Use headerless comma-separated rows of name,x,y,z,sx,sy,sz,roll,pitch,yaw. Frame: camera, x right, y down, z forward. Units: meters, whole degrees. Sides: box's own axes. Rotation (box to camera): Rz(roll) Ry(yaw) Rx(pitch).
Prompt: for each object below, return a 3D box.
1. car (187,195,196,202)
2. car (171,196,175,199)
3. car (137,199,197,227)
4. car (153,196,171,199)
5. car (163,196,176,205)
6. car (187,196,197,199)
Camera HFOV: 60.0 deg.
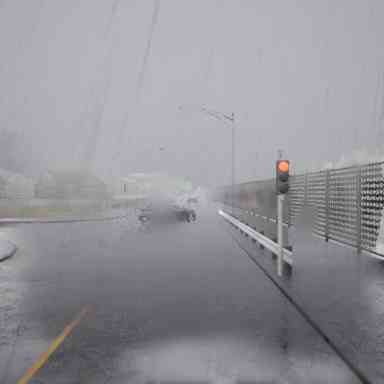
car,-0.042,1.540,77.410,2.033,1.411,5.357,0,0,0
car,-4.120,1.564,50.594,1.994,1.385,4.181,0,0,0
car,-1.649,1.491,23.067,2.128,1.511,4.902,1,0,35
car,-4.119,1.491,40.657,2.128,1.511,4.902,0,0,0
car,-4.099,1.477,61.048,1.882,1.535,5.008,0,0,0
car,0.069,1.477,67.067,1.882,1.535,5.008,0,0,0
